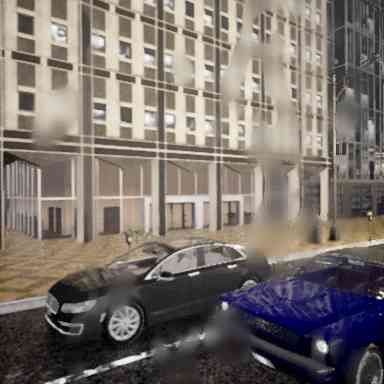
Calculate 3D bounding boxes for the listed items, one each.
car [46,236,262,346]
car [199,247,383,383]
[{"bbox_3d":[-0.378,1.578,6.305,4.403,1.369,2.008,0,-1,-36],"label":"car"},{"bbox_3d":[2.602,1.620,5.121,4.718,1.301,1.895,0,0,-36],"label":"car"}]
